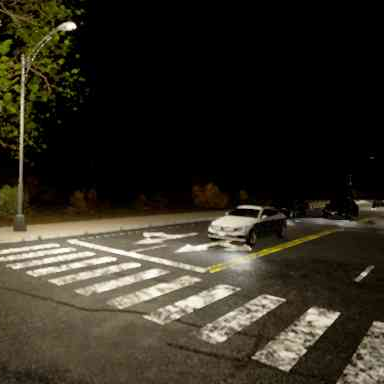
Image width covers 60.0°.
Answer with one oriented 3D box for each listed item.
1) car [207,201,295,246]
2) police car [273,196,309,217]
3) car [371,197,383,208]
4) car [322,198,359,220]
[{"bbox_3d":[2.547,1.306,14.310,1.812,1.442,4.674,2,1,38],"label":"car"},{"bbox_3d":[7.382,1.108,25.620,1.930,1.638,5.238,2,1,38],"label":"police car"},{"bbox_3d":[23.835,1.342,41.436,1.812,1.442,4.674,2,1,38],"label":"car"},{"bbox_3d":[11.732,1.291,26.075,1.837,1.490,4.892,2,2,38],"label":"car"}]
